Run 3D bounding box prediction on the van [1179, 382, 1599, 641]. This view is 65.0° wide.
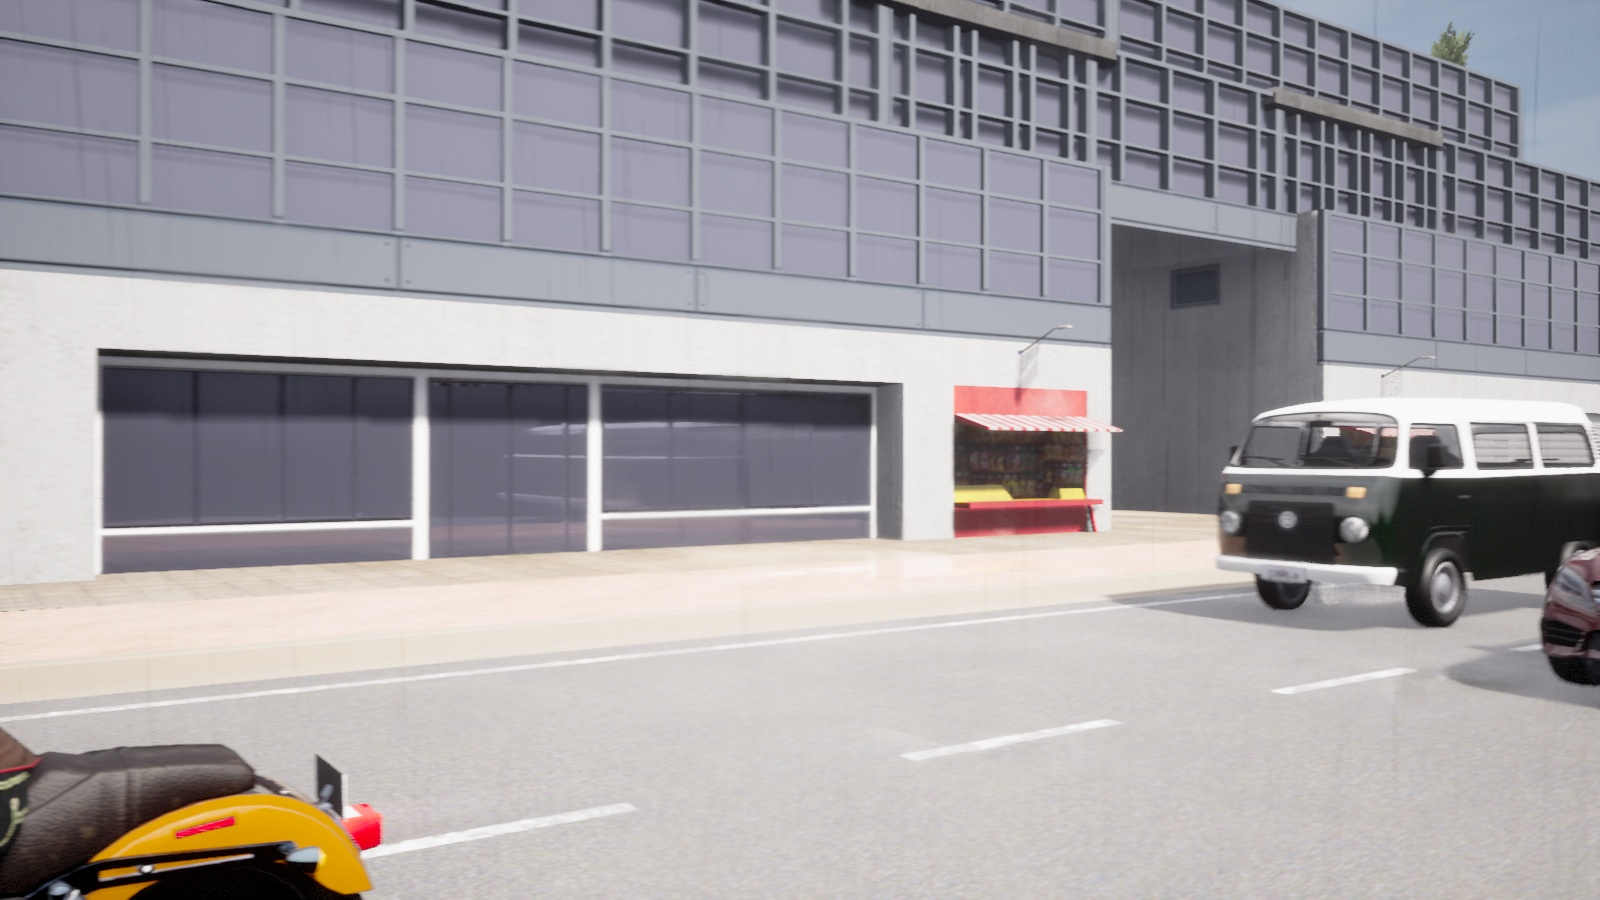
[{"bbox_3d":[5.928,0.485,12.005,4.480,2.038,2.069,0,0,-35],"label":"van"}]

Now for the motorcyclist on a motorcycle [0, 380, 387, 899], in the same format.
[{"bbox_3d":[-2.038,0.705,2.241,2.350,1.649,0.766,0,0,-35],"label":"motorcyclist on a motorcycle"}]

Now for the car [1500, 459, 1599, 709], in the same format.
[{"bbox_3d":[6.756,0.777,8.323,4.674,1.442,1.812,0,0,-35],"label":"car"}]
